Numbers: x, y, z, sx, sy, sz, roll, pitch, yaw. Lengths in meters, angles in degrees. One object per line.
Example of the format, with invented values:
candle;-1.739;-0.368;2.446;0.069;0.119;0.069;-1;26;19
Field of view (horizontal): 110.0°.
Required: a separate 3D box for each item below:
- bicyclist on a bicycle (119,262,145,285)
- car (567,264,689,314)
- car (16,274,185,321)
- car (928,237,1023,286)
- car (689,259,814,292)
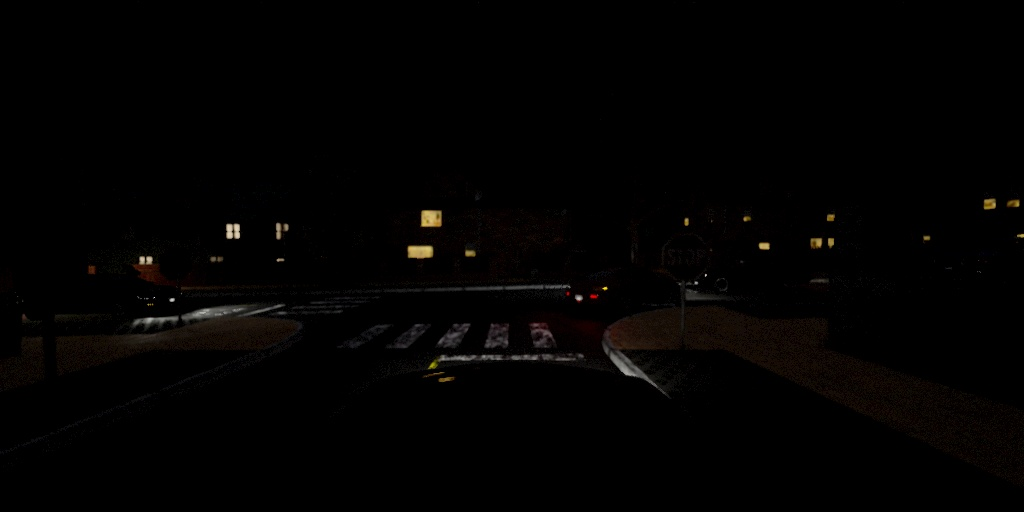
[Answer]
bicyclist on a bicycle;-20.160;1.157;18.862;0.582;1.620;1.656;-1;2;0
car;3.918;1.011;12.402;4.674;1.442;1.812;-3;1;-37
car;-14.783;1.409;13.027;4.892;1.490;1.837;-1;2;0
car;22.201;0.167;15.994;5.566;2.045;2.150;-1;2;0
car;10.393;0.822;15.997;4.718;1.301;1.895;-1;2;0
